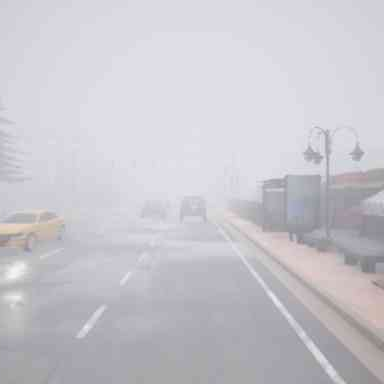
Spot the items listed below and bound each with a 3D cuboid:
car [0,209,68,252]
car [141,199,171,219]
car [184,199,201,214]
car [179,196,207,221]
[{"bbox_3d":[-7.061,1.522,14.398,1.882,1.535,5.008,0,0,0],"label":"car"},{"bbox_3d":[-3.392,1.445,30.674,2.097,1.767,4.553,0,0,0],"label":"car"},{"bbox_3d":[0.101,1.620,38.195,1.837,1.490,4.892,0,0,2],"label":"car"},{"bbox_3d":[0.106,1.308,28.007,2.150,2.045,5.566,0,0,0],"label":"car"}]
